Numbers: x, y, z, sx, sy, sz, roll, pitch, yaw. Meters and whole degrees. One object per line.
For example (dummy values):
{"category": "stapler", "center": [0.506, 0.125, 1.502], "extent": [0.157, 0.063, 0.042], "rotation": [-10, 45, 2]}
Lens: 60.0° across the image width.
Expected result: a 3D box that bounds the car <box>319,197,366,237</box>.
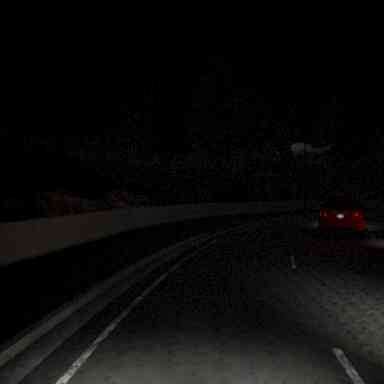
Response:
{"category": "car", "center": [8.510, 1.302, 18.820], "extent": [2.150, 2.045, 5.566], "rotation": [0, 0, 26]}
